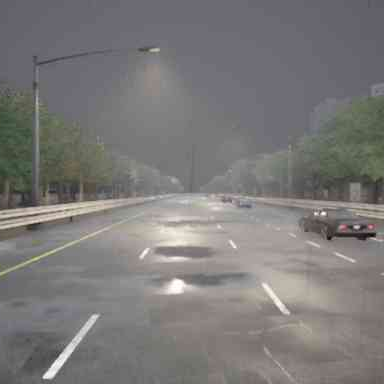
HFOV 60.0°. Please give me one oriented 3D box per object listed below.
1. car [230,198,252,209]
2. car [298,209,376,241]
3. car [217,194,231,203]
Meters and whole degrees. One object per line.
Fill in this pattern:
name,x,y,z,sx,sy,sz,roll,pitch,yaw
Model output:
car,7.010,1.552,46.239,2.033,1.411,5.357,0,0,0
car,7.004,1.549,16.646,2.033,1.411,5.357,0,0,0
car,7.031,1.381,69.146,2.097,1.767,4.553,0,0,0
